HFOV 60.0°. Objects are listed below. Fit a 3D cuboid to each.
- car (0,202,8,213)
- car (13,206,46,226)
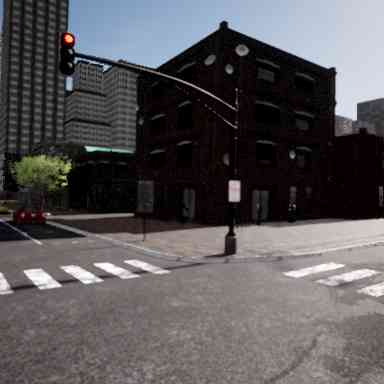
[{"bbox_3d":[-25.613,2.074,44.404,1.752,1.417,4.829,1,-1,-35],"label":"car"},{"bbox_3d":[-12.922,1.796,26.369,1.967,1.590,4.097,1,-1,-35],"label":"car"}]
